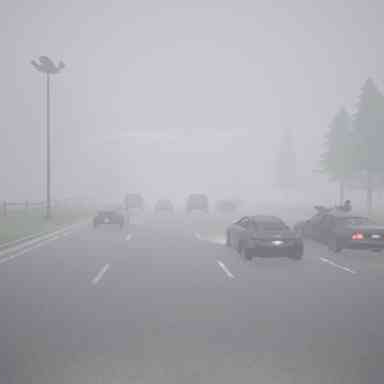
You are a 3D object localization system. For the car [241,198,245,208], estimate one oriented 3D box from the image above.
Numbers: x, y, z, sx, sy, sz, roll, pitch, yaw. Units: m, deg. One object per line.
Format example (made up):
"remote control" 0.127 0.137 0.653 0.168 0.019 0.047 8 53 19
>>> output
"car" 6.390 1.504 48.687 1.837 1.490 4.892 0 0 -5

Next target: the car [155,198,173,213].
"car" -3.094 1.600 36.821 1.895 1.301 4.718 0 0 -5

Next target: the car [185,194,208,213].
"car" 0.458 1.223 36.368 2.150 2.045 5.566 0 0 -5

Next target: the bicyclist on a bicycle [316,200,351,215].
"bicyclist on a bicycle" 7.112 1.114 15.888 1.656 1.620 0.582 48 -15 -18

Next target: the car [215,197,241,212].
"car" 3.821 1.477 38.109 1.882 1.535 5.008 0 0 -5

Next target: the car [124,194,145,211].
"car" -6.889 1.218 39.963 2.150 2.045 5.566 0 0 -5

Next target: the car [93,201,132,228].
"car" -5.299 1.526 22.046 1.812 1.442 4.674 0 0 -5

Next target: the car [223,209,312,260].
"car" 2.530 1.564 12.461 1.994 1.385 4.181 0 0 -4

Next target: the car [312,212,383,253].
"car" 5.986 1.548 13.722 2.033 1.411 5.357 0 0 -5

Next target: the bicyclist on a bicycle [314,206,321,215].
"bicyclist on a bicycle" 6.774 1.303 16.907 1.656 1.620 0.582 -11 -44 -2
